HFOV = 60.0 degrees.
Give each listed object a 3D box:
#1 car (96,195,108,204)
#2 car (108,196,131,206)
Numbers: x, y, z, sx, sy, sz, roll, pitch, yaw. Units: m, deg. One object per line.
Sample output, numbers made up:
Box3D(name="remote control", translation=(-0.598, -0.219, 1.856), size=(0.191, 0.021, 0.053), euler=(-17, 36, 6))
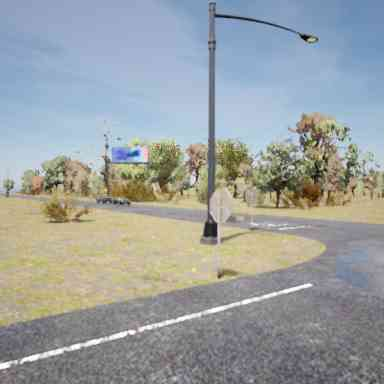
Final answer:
Box3D(name="car", translation=(-16.166, 1.410, 61.009), size=(1.837, 1.490, 4.892), euler=(0, 0, -34))
Box3D(name="car", translation=(-11.636, 1.520, 54.292), size=(1.895, 1.301, 4.718), euler=(0, 0, -33))
